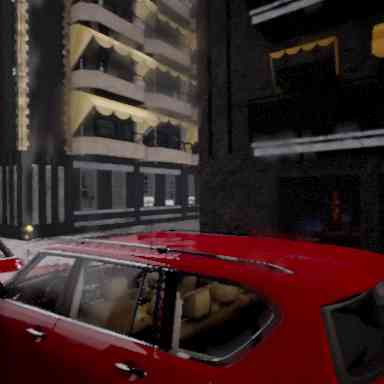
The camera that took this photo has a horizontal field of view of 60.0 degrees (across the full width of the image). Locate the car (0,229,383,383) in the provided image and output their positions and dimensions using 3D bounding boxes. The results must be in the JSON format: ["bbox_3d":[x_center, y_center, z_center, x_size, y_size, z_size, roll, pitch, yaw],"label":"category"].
[{"bbox_3d":[-0.579,1.312,3.309,5.009,1.841,2.192,0,-1,36],"label":"car"}]
